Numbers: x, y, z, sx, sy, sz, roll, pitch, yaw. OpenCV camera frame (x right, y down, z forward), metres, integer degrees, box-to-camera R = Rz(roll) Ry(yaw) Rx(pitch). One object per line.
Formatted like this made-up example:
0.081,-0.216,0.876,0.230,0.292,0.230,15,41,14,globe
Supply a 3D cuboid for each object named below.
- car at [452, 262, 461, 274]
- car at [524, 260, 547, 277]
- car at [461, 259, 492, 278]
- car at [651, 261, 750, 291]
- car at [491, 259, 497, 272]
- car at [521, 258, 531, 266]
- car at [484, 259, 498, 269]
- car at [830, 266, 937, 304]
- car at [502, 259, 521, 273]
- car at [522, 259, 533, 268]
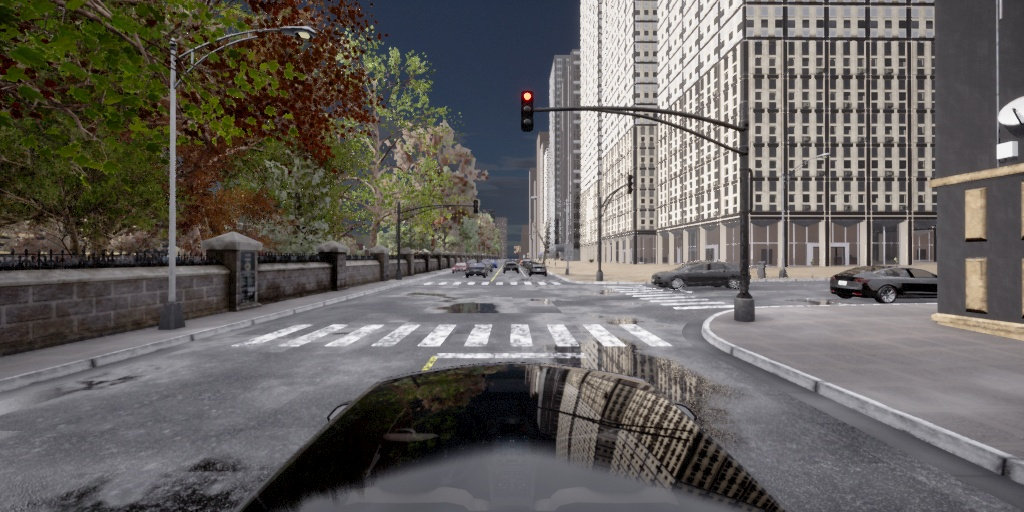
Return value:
-5.898,1.351,41.735,1.802,1.307,4.207,0,0,0,car
2.512,1.330,36.147,1.948,1.339,4.313,0,0,0,car
-3.266,1.311,34.174,2.033,1.411,5.357,0,0,0,car
10.202,1.066,19.609,4.892,1.490,1.837,-1,0,3,car
-3.317,1.261,44.191,2.128,1.511,4.902,0,0,0,car
2.453,1.339,47.412,1.948,1.339,4.313,0,0,0,car
-3.373,1.263,58.328,1.882,1.535,5.008,0,1,0,car
14.627,1.026,13.628,4.313,1.339,1.948,0,0,-1,car
-0.119,1.276,44.286,1.837,1.490,4.892,0,0,0,car
2.482,1.335,41.779,1.948,1.339,4.313,0,0,0,car
